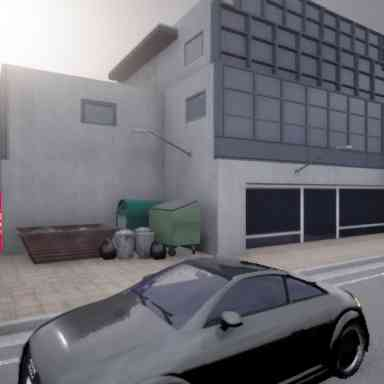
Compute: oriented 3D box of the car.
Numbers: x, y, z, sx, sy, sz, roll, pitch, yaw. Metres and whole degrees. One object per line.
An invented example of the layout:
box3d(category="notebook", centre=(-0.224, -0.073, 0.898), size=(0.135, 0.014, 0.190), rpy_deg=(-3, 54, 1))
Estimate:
box3d(category="car", centre=(0.230, 1.564, 4.030), size=(4.181, 1.385, 1.994), rpy_deg=(0, 0, -33))
